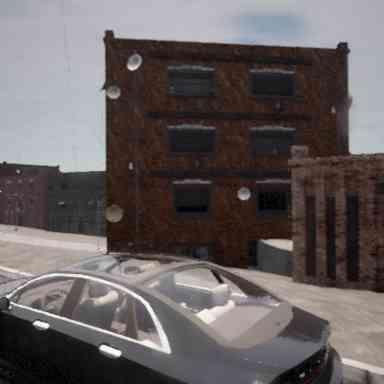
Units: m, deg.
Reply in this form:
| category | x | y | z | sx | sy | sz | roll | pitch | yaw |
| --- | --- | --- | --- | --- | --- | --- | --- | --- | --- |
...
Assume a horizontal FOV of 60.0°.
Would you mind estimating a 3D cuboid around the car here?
| category | x | y | z | sx | sy | sz | roll | pitch | yaw |
| --- | --- | --- | --- | --- | --- | --- | --- | --- | --- |
| car | -0.914 | 1.482 | 3.905 | 4.892 | 1.521 | 2.231 | 0 | 0 | 36 |
